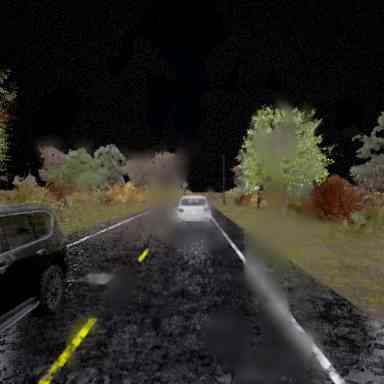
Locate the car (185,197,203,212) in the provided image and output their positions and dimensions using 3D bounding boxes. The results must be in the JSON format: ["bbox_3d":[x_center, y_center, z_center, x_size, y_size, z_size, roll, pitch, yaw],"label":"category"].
[{"bbox_3d":[0.244,1.470,41.222,2.097,1.767,4.553,0,0,1],"label":"car"}]

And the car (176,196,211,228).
[{"bbox_3d":[0.116,1.279,22.498,2.150,2.045,5.566,0,0,0],"label":"car"}]

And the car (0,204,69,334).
[{"bbox_3d":[-3.595,1.234,4.618,2.150,2.045,5.566,0,0,0],"label":"car"}]
